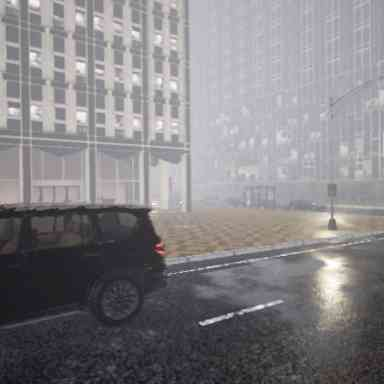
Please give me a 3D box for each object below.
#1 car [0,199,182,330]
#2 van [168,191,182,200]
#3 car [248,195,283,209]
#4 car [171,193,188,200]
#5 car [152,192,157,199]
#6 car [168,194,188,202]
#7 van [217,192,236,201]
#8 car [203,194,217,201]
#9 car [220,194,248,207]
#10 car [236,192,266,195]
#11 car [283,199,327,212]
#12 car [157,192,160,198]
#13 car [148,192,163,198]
[{"bbox_3d":[-3.043,1.223,5.506,5.566,2.045,2.150,0,0,-36],"label":"car"},{"bbox_3d":[-3.304,0.970,60.021,1.690,1.788,3.998,0,1,-34],"label":"van"},{"bbox_3d":[9.427,1.420,41.191,1.802,1.307,4.206,0,1,-34],"label":"car"},{"bbox_3d":[-2.797,0.978,74.136,1.802,1.307,4.206,0,1,-34],"label":"car"},{"bbox_3d":[-9.717,1.073,69.409,2.008,1.369,4.403,0,1,-34],"label":"car"},{"bbox_3d":[-2.680,1.132,63.861,1.994,1.385,4.181,-1,1,-34],"label":"car"},{"bbox_3d":[6.821,0.897,60.054,1.690,1.788,3.998,0,1,-34],"label":"van"},{"bbox_3d":[3.615,1.085,64.749,1.802,1.307,4.206,0,1,-34],"label":"car"},{"bbox_3d":[6.269,1.352,45.916,1.947,1.339,4.313,0,1,-34],"label":"car"},{"bbox_3d":[9.181,0.979,46.322,2.150,2.045,5.566,-1,1,-34],"label":"car"},{"bbox_3d":[12.619,1.456,36.486,1.947,1.339,4.313,0,1,-34],"label":"car"},{"bbox_3d":[-6.003,0.657,78.825,2.192,1.841,5.009,0,1,-34],"label":"car"},{"bbox_3d":[-9.210,0.728,83.519,1.967,1.590,4.097,0,1,-34],"label":"car"}]
